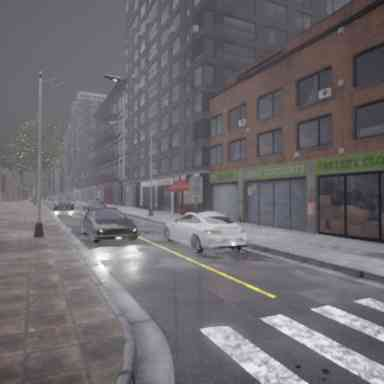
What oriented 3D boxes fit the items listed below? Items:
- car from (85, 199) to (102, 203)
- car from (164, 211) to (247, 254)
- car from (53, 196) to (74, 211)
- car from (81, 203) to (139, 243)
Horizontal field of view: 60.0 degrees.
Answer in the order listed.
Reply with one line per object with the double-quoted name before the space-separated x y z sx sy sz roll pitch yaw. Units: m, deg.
"car" -10.882 1.483 36.952 1.994 1.385 4.181 1 0 -26
"car" 0.394 1.495 13.328 1.812 1.442 4.674 1 0 -26
"car" -15.194 1.255 39.294 2.097 1.767 4.553 1 0 -25
"car" -4.102 1.472 15.905 2.033 1.411 5.357 1 0 -26
